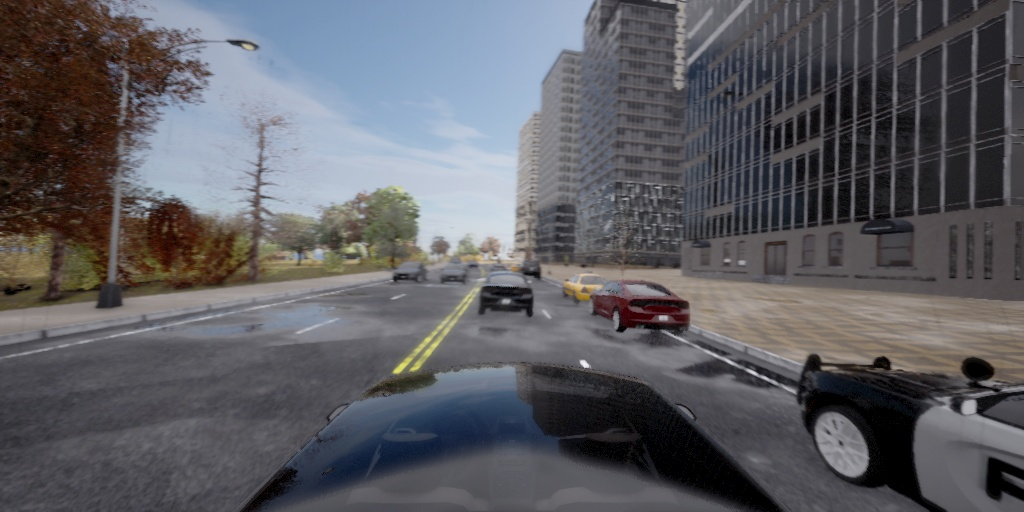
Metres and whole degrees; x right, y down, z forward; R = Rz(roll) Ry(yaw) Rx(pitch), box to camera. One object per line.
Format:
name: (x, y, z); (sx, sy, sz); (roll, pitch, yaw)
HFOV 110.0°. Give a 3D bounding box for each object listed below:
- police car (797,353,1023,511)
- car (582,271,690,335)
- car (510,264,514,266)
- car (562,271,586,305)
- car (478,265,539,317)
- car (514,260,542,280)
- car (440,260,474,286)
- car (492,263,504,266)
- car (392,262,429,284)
police car: (4.108, 1.363, 1.969); (1.930, 1.638, 5.238); (3, -1, 0)
car: (3.950, 1.507, 11.950); (1.882, 1.535, 5.008); (3, -1, -1)
car: (0.736, 1.817, 52.582); (1.882, 1.535, 5.008); (3, 0, -5)
car: (3.775, 1.541, 18.195); (1.801, 1.575, 5.366); (3, -1, -2)
car: (-0.239, 1.337, 14.048); (1.882, 1.535, 5.008); (3, -1, -2)
car: (1.823, 1.444, 38.409); (2.150, 2.045, 5.566); (3, -1, -3)
car: (-4.167, 1.320, 26.808); (1.837, 1.490, 4.892); (3, -1, -3)
car: (-1.797, 1.620, 44.576); (2.128, 1.511, 4.902); (3, -1, -4)
car: (-7.404, 1.170, 26.548); (1.837, 1.490, 4.892); (3, -1, -3)
